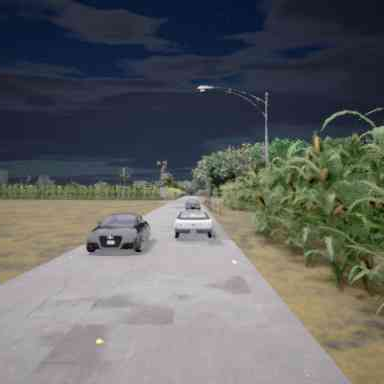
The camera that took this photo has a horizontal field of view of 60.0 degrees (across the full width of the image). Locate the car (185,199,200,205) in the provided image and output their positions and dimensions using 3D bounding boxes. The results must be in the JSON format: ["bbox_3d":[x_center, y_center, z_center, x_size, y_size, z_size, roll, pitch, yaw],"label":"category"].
[{"bbox_3d":[0.094,1.559,39.825,2.033,1.411,5.357,0,0,0],"label":"car"}]

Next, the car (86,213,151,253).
[{"bbox_3d":[-2.833,1.569,13.597,1.994,1.385,4.181,0,0,0],"label":"car"}]

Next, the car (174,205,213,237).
[{"bbox_3d":[0.076,1.606,17.921,1.895,1.301,4.718,0,0,0],"label":"car"}]
